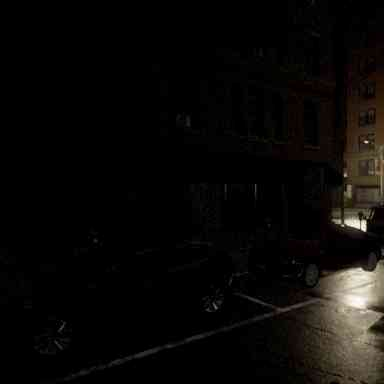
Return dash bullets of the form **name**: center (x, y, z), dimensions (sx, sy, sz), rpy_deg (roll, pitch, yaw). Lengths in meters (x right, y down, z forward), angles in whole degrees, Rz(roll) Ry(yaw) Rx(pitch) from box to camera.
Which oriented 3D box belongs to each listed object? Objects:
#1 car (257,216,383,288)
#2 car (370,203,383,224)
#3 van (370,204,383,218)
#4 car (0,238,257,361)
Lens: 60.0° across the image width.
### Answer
- **car**: center (3.490, 1.544, 9.211), dimensions (4.507, 1.381, 1.887), rpy_deg (0, 0, -35)
- **car**: center (14.843, 1.542, 22.884), dimensions (1.994, 1.385, 4.181), rpy_deg (0, 0, -30)
- **van**: center (8.113, 1.338, 12.477), dimensions (3.998, 1.788, 1.690), rpy_deg (0, 0, -35)
- **car**: center (-1.132, 1.566, 5.944), dimensions (4.313, 1.339, 1.947), rpy_deg (0, 0, -35)
